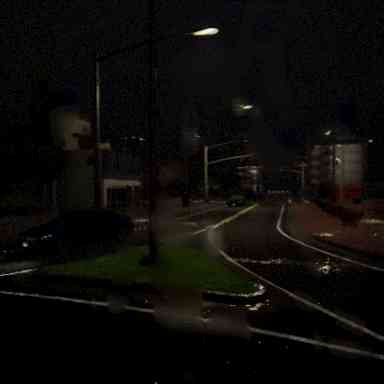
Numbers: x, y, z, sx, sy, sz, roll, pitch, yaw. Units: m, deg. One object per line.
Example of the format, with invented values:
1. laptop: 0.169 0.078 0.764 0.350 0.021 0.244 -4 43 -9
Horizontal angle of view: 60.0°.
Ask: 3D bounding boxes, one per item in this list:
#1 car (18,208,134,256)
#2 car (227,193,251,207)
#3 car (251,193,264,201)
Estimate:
1. car: -4.221 1.398 12.861 1.812 1.442 4.674 0 1 32
2. car: 5.506 1.050 40.184 2.033 1.411 5.357 0 1 16
3. car: 10.544 0.827 56.544 1.812 1.442 4.674 0 1 -18
